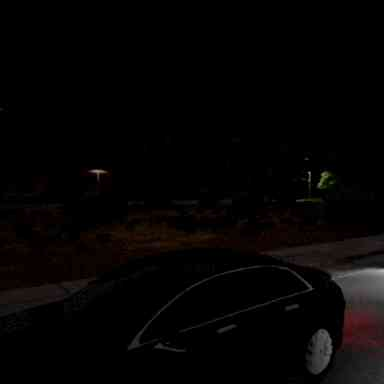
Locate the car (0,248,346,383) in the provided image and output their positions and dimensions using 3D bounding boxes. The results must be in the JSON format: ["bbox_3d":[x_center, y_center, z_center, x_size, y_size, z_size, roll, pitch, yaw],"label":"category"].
[{"bbox_3d":[-0.127,1.511,3.899,4.892,1.490,1.837,1,0,-35],"label":"car"}]
